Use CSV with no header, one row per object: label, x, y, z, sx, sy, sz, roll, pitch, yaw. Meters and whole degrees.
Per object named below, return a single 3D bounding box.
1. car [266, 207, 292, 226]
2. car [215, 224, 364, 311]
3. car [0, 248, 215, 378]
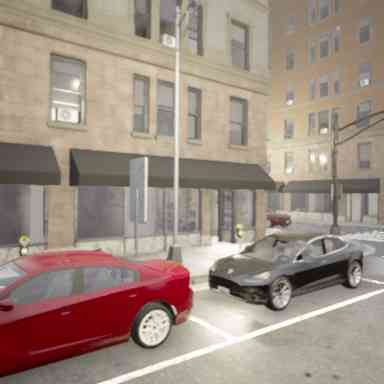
car,5.023,1.773,24.605,1.882,1.535,5.008,1,-1,-36
car,2.404,1.646,7.938,4.313,1.339,1.947,1,-1,-36
car,-2.064,1.557,4.714,4.507,1.381,1.887,1,-1,-36
